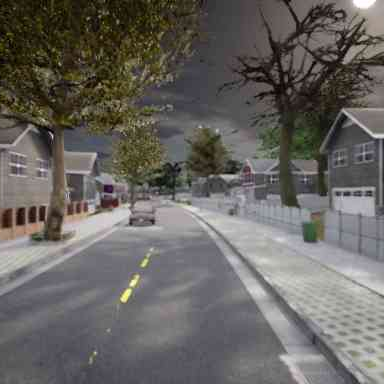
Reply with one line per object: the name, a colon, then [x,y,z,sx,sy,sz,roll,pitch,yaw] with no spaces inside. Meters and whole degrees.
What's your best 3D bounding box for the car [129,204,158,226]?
car: [-3.578,1.670,24.979,1.812,1.442,4.674,0,-1,-3]
